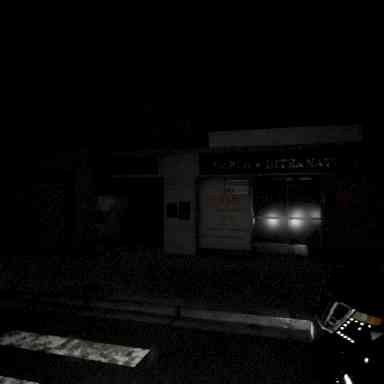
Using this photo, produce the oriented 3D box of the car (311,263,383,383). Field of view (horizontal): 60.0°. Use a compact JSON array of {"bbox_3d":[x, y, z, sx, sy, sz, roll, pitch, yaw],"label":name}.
[{"bbox_3d":[4.046,1.224,3.063,5.566,2.045,2.150,0,-1,17],"label":"car"}]
